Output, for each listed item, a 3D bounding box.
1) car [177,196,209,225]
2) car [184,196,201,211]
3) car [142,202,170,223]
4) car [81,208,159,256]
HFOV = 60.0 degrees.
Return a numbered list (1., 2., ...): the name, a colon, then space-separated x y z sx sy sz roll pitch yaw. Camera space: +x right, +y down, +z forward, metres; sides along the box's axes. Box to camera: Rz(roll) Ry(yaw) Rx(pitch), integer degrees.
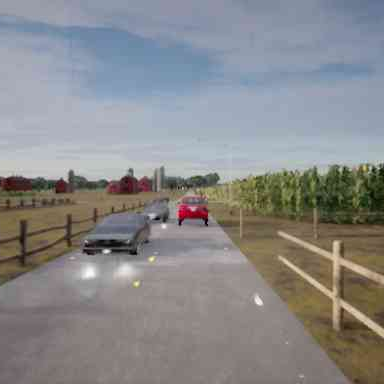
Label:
1. car: 0.089 1.287 25.000 2.150 2.045 5.566 0 0 0
2. car: 0.095 1.463 42.346 2.097 1.767 4.553 0 0 0
3. car: -2.789 1.561 26.393 2.128 1.511 4.902 0 0 0
4. car: -2.797 1.583 13.602 2.033 1.411 5.357 0 0 0
